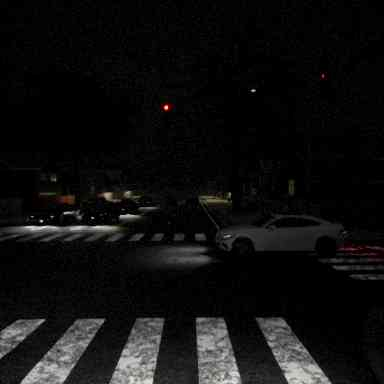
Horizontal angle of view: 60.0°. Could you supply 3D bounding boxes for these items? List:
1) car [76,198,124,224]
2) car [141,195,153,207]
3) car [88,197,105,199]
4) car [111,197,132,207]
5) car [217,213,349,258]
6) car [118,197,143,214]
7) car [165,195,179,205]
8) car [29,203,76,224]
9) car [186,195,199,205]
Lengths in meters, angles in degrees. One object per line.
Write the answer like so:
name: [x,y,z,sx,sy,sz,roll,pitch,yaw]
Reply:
car: [-6.611,1.468,24.512,1.837,1.490,4.892,0,0,0]
car: [-6.609,1.285,47.119,1.837,1.490,4.892,0,2,0]
car: [-9.865,1.286,33.817,2.097,1.767,4.553,0,0,0]
car: [-9.858,1.386,46.917,1.895,1.301,4.718,0,1,0]
car: [3.233,1.501,12.108,4.674,1.442,1.812,0,0,-2]
car: [-6.610,1.497,33.717,1.994,1.385,4.181,0,0,0]
car: [-3.174,1.198,51.834,2.128,1.511,4.902,0,1,0]
car: [-9.863,1.511,24.432,2.033,1.411,5.357,0,0,0]
car: [0.076,1.164,53.110,1.882,1.535,5.008,0,1,0]
